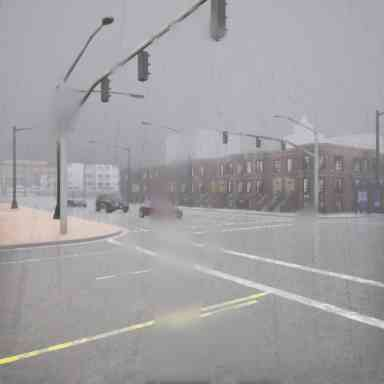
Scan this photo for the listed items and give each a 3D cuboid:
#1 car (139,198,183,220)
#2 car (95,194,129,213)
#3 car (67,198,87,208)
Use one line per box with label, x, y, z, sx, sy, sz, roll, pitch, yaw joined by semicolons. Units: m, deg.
car;-2.699;1.352;28.273;2.097;1.767;4.553;0;0;-35
car;-8.985;1.221;37.018;2.150;2.045;5.566;0;0;-36
car;-16.472;1.526;47.476;1.812;1.442;4.674;0;0;-36
